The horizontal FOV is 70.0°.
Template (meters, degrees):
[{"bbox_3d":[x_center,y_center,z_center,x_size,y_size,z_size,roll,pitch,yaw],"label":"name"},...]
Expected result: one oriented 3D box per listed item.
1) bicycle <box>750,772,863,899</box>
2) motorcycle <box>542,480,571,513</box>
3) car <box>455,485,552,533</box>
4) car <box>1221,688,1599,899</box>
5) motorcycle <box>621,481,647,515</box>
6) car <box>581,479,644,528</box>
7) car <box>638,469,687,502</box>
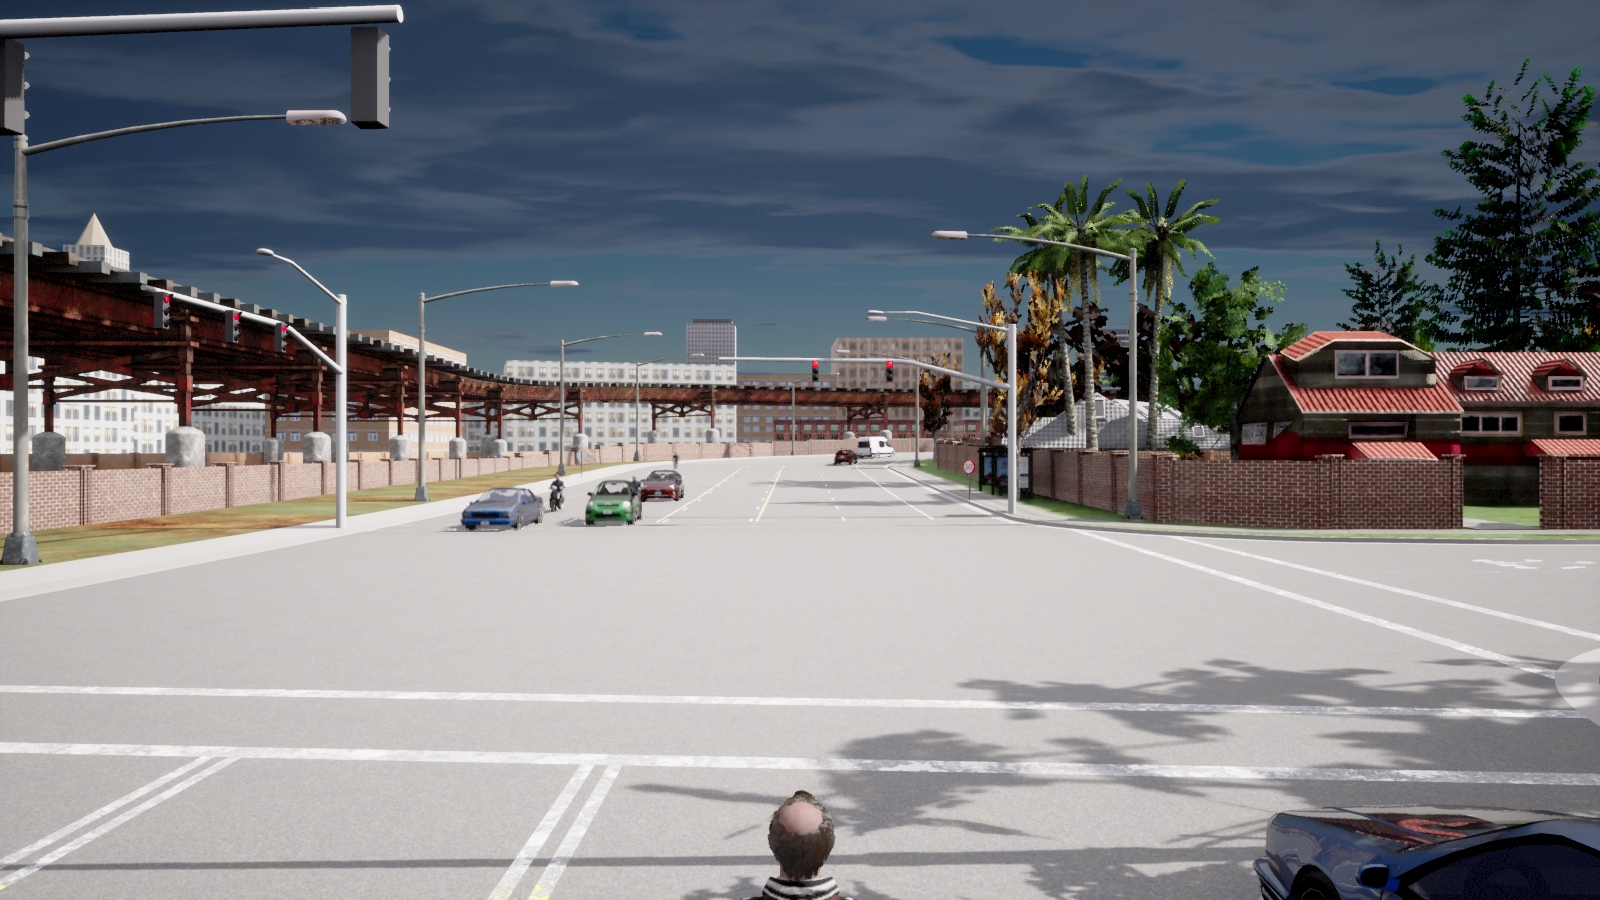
[{"bbox_3d":[0.019,2.048,3.681,0.329,1.496,1.835,0,0,0],"label":"bicycle"},{"bbox_3d":[-10.515,2.013,49.418,0.856,1.341,1.805,0,1,0],"label":"motorcycle"},{"bbox_3d":[-10.515,2.055,40.897,2.033,1.411,5.357,0,0,1],"label":"car"},{"bbox_3d":[3.467,2.106,4.038,2.033,1.411,5.357,0,0,1],"label":"car"},{"bbox_3d":[-7.043,2.022,48.487,0.856,1.341,1.805,0,1,0],"label":"motorcycle"},{"bbox_3d":[-6.901,1.938,42.480,1.851,1.617,3.988,0,0,-2],"label":"car"},{"bbox_3d":[-7.039,1.810,58.847,2.007,1.525,4.514,0,1,0],"label":"car"}]
